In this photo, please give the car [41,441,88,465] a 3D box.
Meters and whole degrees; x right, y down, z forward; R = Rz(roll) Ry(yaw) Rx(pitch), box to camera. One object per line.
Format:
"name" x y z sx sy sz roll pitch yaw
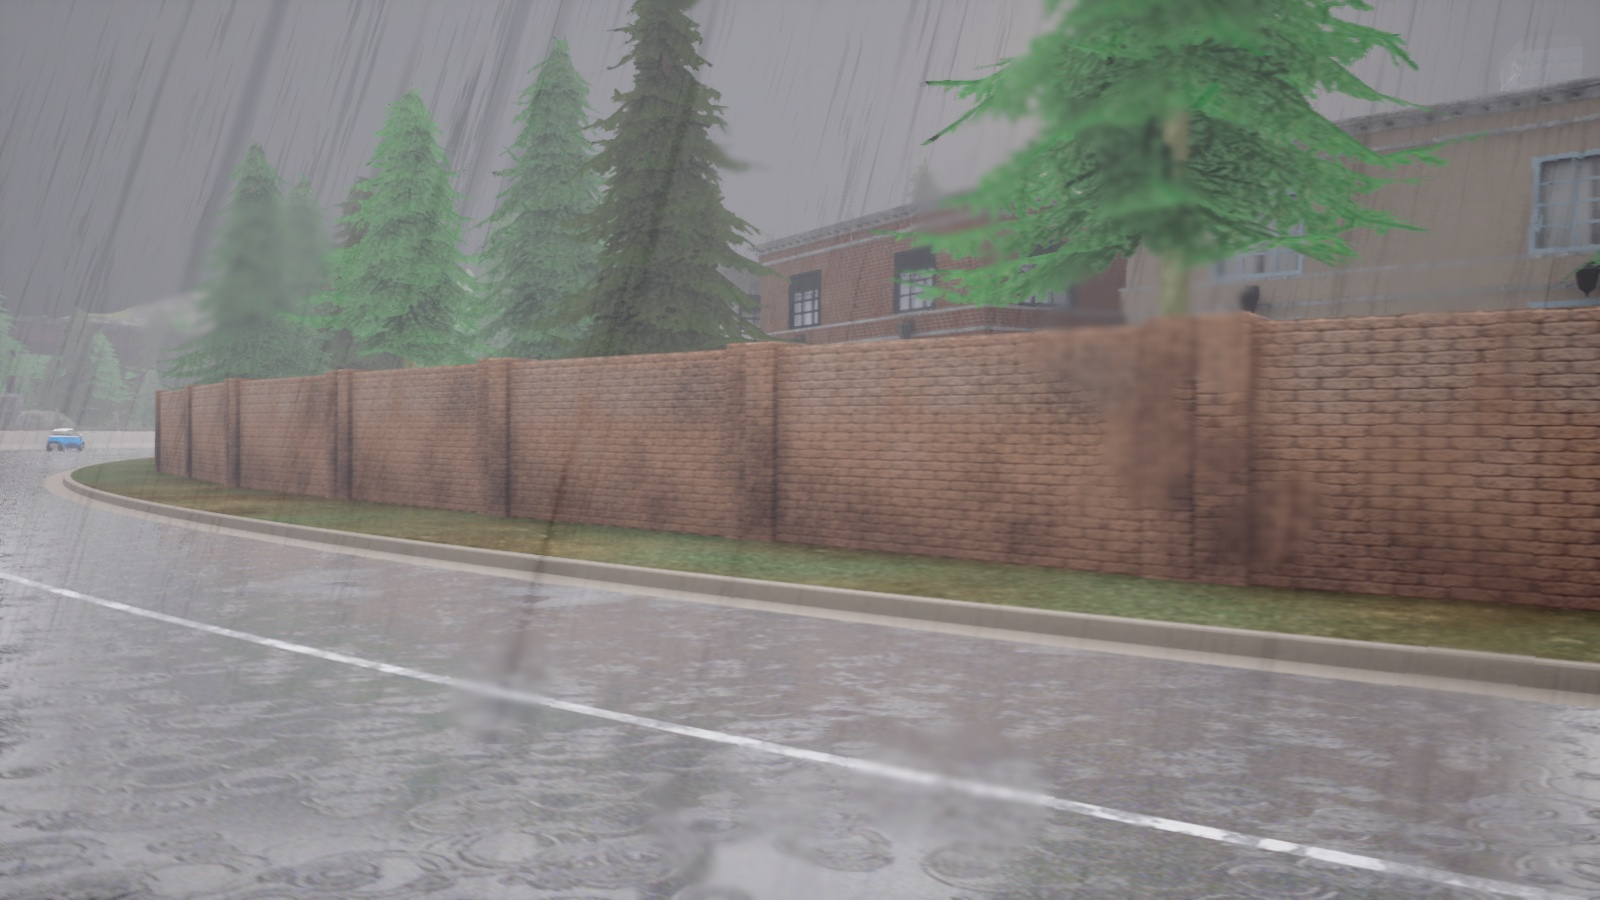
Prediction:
"car" -43.847 0.185 74.890 1.481 1.376 2.207 -1 1 -1
